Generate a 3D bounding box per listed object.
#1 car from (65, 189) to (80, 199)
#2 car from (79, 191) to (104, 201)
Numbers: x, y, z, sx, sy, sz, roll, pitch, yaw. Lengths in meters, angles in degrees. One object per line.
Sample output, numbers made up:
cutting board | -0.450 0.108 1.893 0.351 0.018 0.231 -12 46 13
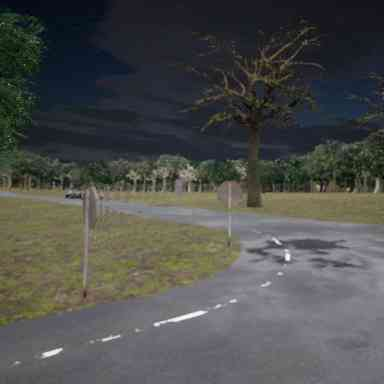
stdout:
car | -20.668 0.381 58.221 2.097 1.767 4.553 2 -1 -36
car | -14.705 0.570 49.883 2.128 1.511 4.902 2 -1 -35
